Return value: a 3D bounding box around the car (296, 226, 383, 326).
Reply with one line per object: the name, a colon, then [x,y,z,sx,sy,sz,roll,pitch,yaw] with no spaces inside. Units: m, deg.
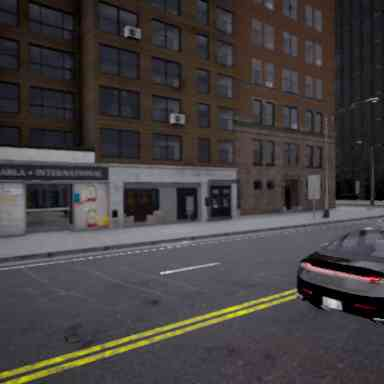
car: [4.035,1.408,6.314,4.902,1.511,2.128,-1,0,-36]
